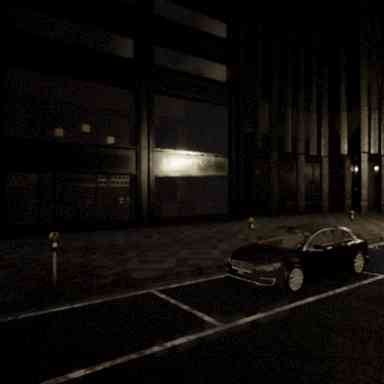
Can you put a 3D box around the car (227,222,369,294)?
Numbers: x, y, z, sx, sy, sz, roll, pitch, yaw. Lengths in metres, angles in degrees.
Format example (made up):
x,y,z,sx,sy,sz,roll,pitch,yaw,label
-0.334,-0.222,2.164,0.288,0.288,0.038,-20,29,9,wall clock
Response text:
x,y,z,sx,sy,sz,roll,pitch,yaw,label
2.848,1.504,8.560,4.403,1.369,2.008,0,0,-35,car
